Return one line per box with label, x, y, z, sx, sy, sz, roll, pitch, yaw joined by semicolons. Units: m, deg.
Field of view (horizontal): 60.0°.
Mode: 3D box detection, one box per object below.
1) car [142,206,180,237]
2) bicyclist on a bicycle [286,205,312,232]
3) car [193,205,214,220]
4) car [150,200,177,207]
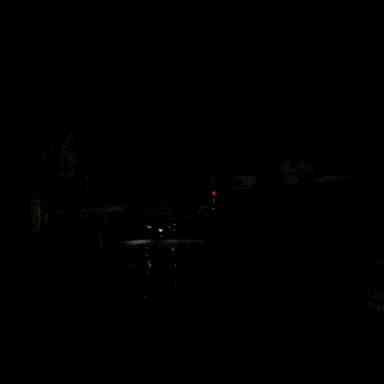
car;-1.902;1.885;20.616;1.837;1.490;4.892;0;-1;-4
bicyclist on a bicycle;6.543;1.643;20.277;1.656;1.620;0.582;-1;-1;-4
car;1.188;2.084;35.462;1.882;1.535;5.008;0;-1;-4
car;-2.669;1.787;30.934;2.150;2.045;5.566;0;-1;-4
